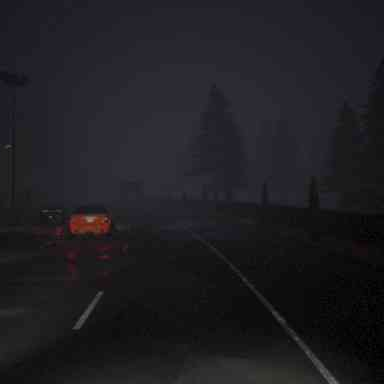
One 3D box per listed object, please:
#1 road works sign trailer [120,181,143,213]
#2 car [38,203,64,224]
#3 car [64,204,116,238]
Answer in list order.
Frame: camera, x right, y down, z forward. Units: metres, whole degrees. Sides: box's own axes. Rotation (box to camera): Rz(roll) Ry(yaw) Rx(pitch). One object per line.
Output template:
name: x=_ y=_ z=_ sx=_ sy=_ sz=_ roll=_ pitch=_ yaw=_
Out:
road works sign trailer: x=-7.113 y=0.566 z=38.280 sx=2.380 sy=3.560 sz=2.880 roll=0 pitch=0 yaw=-24
car: x=-10.613 y=1.578 z=25.881 sx=2.128 sy=1.511 sz=4.902 roll=0 pitch=0 yaw=-14
car: x=-5.332 y=1.406 z=18.272 sx=2.097 sy=1.767 sz=4.553 roll=0 pitch=0 yaw=-10
